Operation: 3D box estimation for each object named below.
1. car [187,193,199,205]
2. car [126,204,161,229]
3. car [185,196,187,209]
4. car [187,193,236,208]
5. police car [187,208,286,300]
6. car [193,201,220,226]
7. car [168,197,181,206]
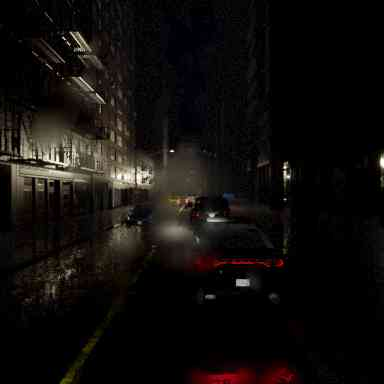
[{"bbox_3d":[0.150,1.263,59.565,2.150,2.045,5.566,0,0,0],"label":"car"},{"bbox_3d":[-3.047,1.527,21.703,1.812,1.442,4.674,0,0,0],"label":"car"},{"bbox_3d":[0.147,1.375,45.570,2.097,1.767,4.553,0,0,1],"label":"car"},{"bbox_3d":[0.947,1.226,18.480,2.150,2.045,5.566,0,0,0],"label":"car"},{"bbox_3d":[0.920,1.425,8.560,1.930,1.638,5.238,0,0,0],"label":"police car"},{"bbox_3d":[0.962,1.508,24.451,1.837,1.490,4.892,0,0,0],"label":"car"},{"bbox_3d":[-2.861,1.513,55.256,1.882,1.535,5.008,0,0,0],"label":"car"}]
